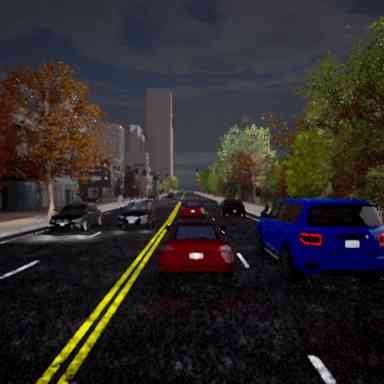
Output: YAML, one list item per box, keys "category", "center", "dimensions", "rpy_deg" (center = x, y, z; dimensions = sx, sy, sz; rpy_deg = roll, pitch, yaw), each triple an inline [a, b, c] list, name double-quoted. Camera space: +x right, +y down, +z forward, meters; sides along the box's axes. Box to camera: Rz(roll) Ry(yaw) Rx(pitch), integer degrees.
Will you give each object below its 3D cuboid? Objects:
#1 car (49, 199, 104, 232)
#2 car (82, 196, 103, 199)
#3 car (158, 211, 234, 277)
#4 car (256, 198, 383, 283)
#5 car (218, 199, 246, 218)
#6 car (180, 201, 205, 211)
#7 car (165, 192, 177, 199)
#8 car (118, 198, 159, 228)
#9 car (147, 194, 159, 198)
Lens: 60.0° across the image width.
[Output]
- category: "car"
  center: [-6.606, 1.392, 19.342]
  dimensions: [1.837, 1.490, 4.892]
  rpy_deg: [0, 0, 0]
- category: "car"
  center: [-20.668, 1.420, 69.393]
  dimensions: [4.313, 1.339, 1.947]
  rpy_deg: [-1, 2, -1]
- category: "car"
  center: [0.103, 1.504, 10.061]
  dimensions: [1.994, 1.385, 4.181]
  rpy_deg: [0, 0, 0]
- category: "car"
  center: [3.353, 1.164, 9.638]
  dimensions: [2.150, 2.045, 5.566]
  rpy_deg: [0, 0, 0]
- category: "car"
  center: [3.283, 1.312, 28.124]
  dimensions: [1.882, 1.535, 5.008]
  rpy_deg: [0, 0, -1]
- category: "car"
  center: [0.042, 1.404, 27.247]
  dimensions: [1.994, 1.385, 4.181]
  rpy_deg: [0, 0, -1]
- category: "car"
  center: [-3.836, 0.758, 61.596]
  dimensions: [1.837, 1.490, 4.892]
  rpy_deg: [0, 0, -1]
- category: "car"
  center: [-3.360, 1.369, 20.957]
  dimensions: [2.128, 1.511, 4.902]
  rpy_deg: [0, 0, 0]
- category: "car"
  center: [-7.086, 1.062, 61.548]
  dimensions: [1.837, 1.490, 4.892]
  rpy_deg: [0, 0, -1]
